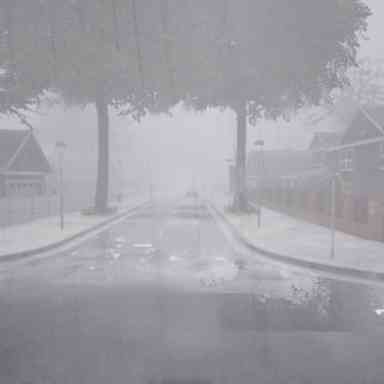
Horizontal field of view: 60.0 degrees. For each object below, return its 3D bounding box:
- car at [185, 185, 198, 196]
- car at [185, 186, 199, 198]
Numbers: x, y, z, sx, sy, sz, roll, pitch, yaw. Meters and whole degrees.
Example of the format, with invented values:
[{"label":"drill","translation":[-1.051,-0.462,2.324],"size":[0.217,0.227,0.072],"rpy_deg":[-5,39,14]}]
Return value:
[{"label":"car","translation":[-0.057,-0.308,57.678],"size":[2.097,1.767,4.553],"rpy_deg":[0,2,0]},{"label":"car","translation":[-0.046,0.174,47.668],"size":[1.994,1.385,4.181],"rpy_deg":[0,2,0]}]
